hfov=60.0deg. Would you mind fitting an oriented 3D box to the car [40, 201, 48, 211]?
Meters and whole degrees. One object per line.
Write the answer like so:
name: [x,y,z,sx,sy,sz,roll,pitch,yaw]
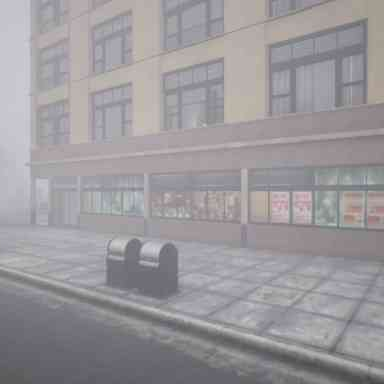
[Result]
car: [-15.624,1.526,39.598,1.812,1.442,4.674,0,0,36]
